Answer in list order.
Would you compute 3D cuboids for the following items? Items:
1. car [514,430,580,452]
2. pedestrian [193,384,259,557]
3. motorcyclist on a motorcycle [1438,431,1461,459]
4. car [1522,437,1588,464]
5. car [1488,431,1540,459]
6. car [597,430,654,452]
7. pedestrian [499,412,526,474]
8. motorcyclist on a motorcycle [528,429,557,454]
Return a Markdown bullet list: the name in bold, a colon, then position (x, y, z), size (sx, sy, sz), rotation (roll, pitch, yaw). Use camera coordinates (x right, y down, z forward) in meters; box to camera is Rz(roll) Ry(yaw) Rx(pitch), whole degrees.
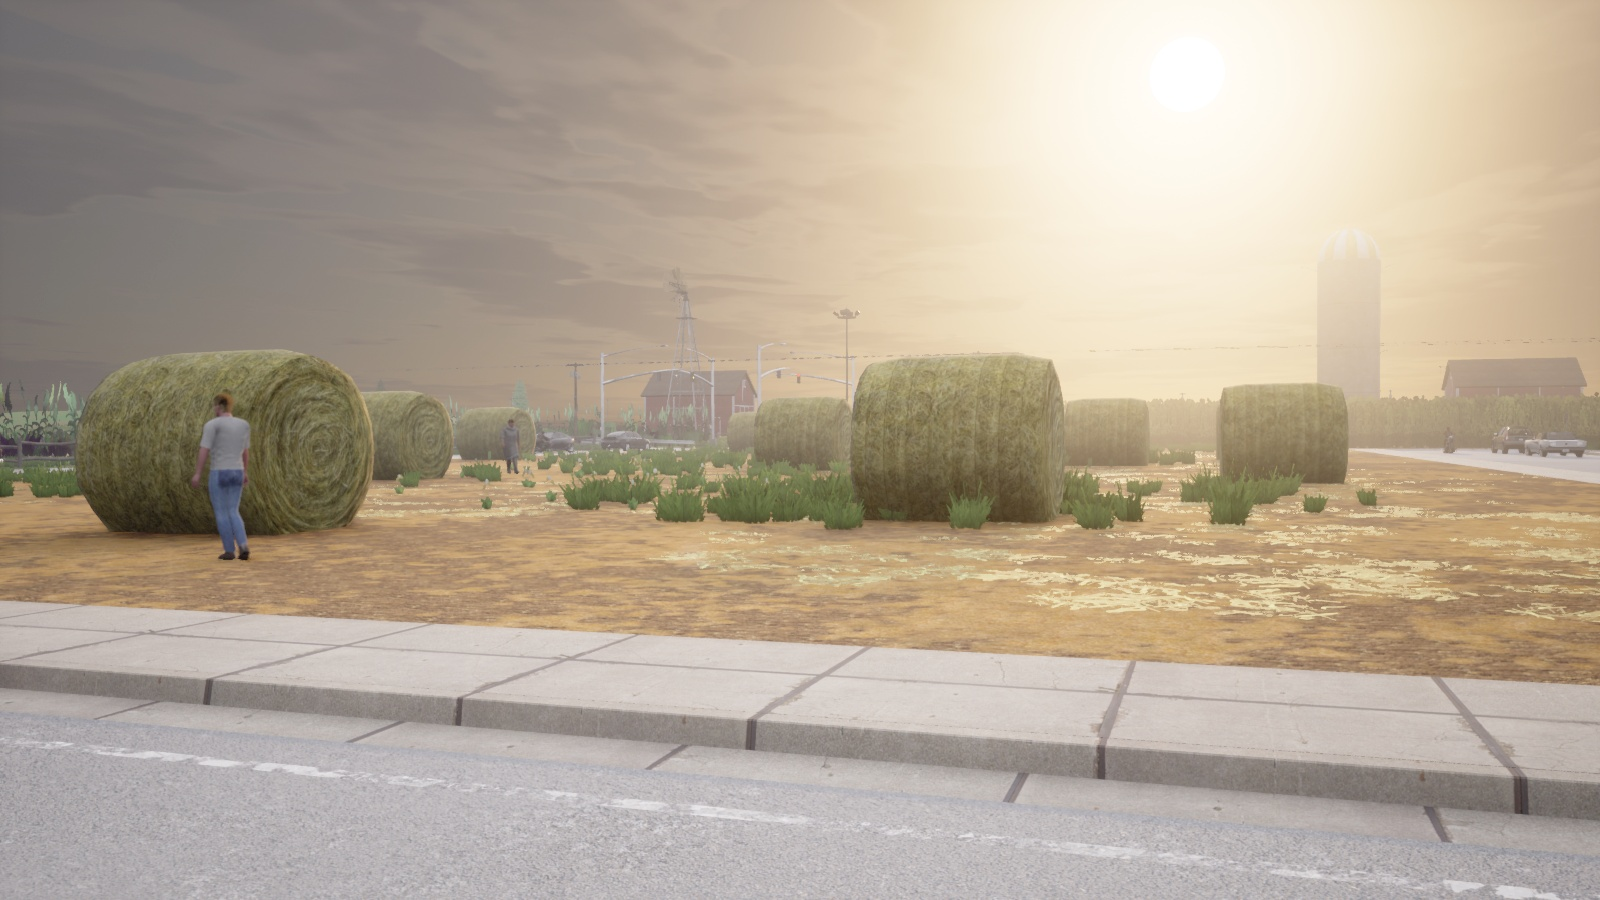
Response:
- **car**: position (-17.341, -0.654, 86.237), size (2.163, 1.488, 4.792), rotation (1, 1, 21)
- **pedestrian**: position (-6.265, 0.215, 13.705), size (0.706, 1.836, 0.354), rotation (1, 1, 36)
- **motorcyclist on a motorcycle**: position (38.468, -0.297, 74.400), size (0.766, 1.649, 2.350), rotation (0, 1, 17)
- **car**: position (39.325, -0.001, 65.487), size (1.895, 1.301, 4.718), rotation (1, 1, 18)
- **car**: position (42.001, -0.328, 73.940), size (1.851, 1.617, 3.988), rotation (1, 1, 18)
- **car**: position (-12.362, -0.680, 89.347), size (1.837, 1.490, 4.892), rotation (1, 1, 21)
- **pedestrian**: position (-9.263, -0.230, 40.442), size (0.659, 1.952, 0.873), rotation (0, 1, -28)
- **motorcyclist on a motorcycle**: position (-16.280, -0.558, 79.343), size (0.797, 1.523, 2.044), rotation (1, 1, 21)
